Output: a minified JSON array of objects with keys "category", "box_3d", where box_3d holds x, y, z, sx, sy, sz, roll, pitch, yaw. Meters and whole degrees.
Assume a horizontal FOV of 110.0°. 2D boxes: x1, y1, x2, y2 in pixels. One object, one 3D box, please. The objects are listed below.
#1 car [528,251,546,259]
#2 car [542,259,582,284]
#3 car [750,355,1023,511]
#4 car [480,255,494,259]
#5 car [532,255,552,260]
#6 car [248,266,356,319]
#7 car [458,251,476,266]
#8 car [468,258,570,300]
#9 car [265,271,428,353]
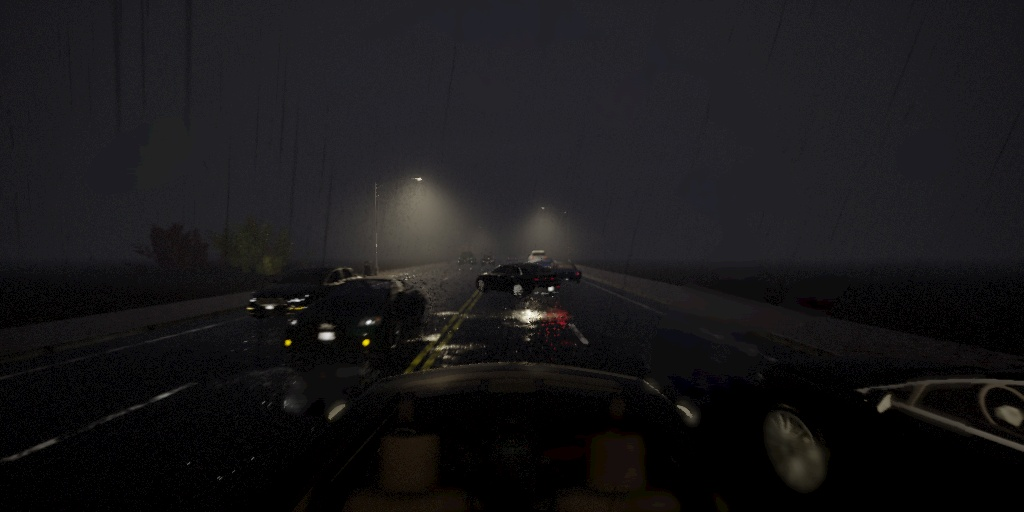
[{"category":"car","box_3d":[3.263,0.398,45.572,2.150,2.045,5.566,0,1,0]},{"category":"car","box_3d":[3.257,1.067,23.578,1.895,1.301,4.718,0,1,0]},{"category":"car","box_3d":[3.250,1.244,1.549,2.128,1.511,4.902,0,1,0]},{"category":"car","box_3d":[-3.304,0.619,50.321,1.837,1.490,4.892,0,1,0]},{"category":"car","box_3d":[3.260,0.886,34.547,1.994,1.385,4.181,0,1,0]},{"category":"car","box_3d":[-6.593,1.120,12.182,1.837,1.490,4.892,0,1,0]},{"category":"car","box_3d":[-6.547,0.303,52.698,2.150,2.045,5.566,0,1,1]},{"category":"car","box_3d":[0.150,1.063,16.589,1.837,1.490,4.892,-1,2,-37]},{"category":"car","box_3d":[-3.345,1.227,8.458,1.994,1.385,4.181,0,1,0]}]
